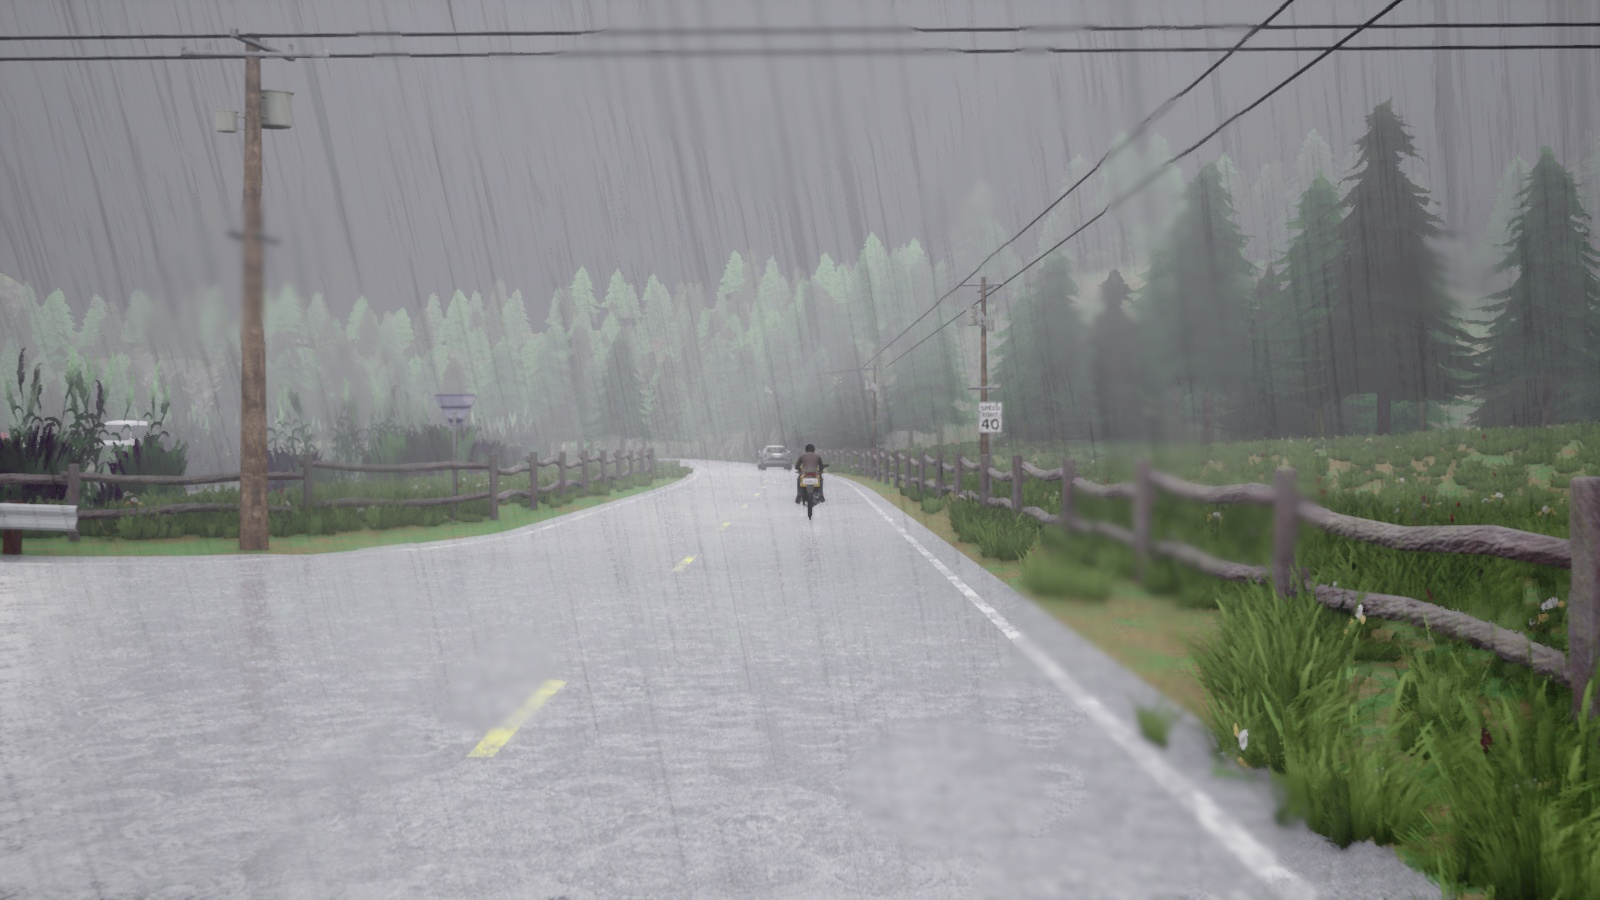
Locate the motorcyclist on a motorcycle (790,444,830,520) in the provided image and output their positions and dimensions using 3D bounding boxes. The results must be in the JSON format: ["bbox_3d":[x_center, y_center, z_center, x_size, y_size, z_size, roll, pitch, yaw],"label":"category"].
[{"bbox_3d":[0.208,0.638,26.072,0.797,1.523,2.044,0,0,0],"label":"motorcyclist on a motorcycle"}]

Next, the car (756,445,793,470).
[{"bbox_3d":[-1.587,0.441,77.176,1.970,1.475,3.806,0,0,-6],"label":"car"}]
